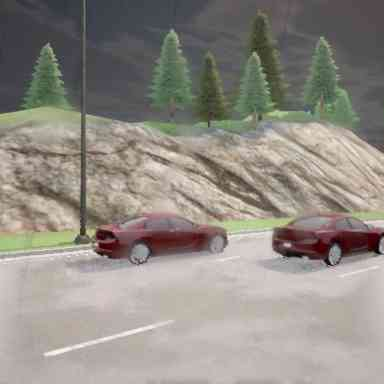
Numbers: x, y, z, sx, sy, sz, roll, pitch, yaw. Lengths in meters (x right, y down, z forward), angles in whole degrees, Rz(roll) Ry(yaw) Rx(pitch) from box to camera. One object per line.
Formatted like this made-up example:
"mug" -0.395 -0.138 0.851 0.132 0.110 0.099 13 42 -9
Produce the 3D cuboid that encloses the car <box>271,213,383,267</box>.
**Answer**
"car" 4.908 1.478 11.560 5.008 1.535 1.882 0 0 -36

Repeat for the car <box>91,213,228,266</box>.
"car" -0.952 1.478 11.673 5.008 1.535 1.882 0 0 -36
